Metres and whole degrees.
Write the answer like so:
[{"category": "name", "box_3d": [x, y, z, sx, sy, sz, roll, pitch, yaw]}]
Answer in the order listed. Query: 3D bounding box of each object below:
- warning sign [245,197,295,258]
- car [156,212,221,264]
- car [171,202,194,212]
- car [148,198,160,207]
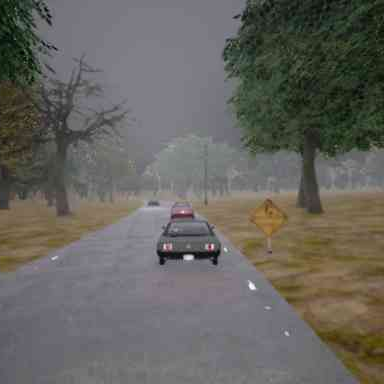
[{"category": "warning sign", "box_3d": [2.488, 1.108, 10.780, 1.300, 1.860, 1.060, -1, -1, -1]}, {"category": "car", "box_3d": [-0.127, 1.593, 11.743, 1.895, 1.301, 4.718, 0, 0, -1]}, {"category": "car", "box_3d": [-0.857, 1.553, 28.726, 1.994, 1.385, 4.181, 0, 0, -3]}, {"category": "car", "box_3d": [-5.912, 1.628, 51.630, 1.895, 1.301, 4.718, 0, 0, -6]}]
